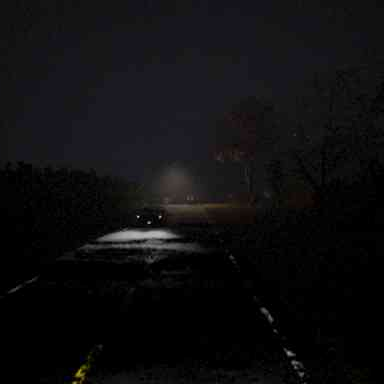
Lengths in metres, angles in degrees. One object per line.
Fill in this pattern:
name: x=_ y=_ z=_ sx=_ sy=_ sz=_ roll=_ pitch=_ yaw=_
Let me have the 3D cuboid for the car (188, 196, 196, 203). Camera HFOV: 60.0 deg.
car: x=0.070 y=1.712 z=75.614 sx=1.837 sy=1.490 sz=4.892 roll=0 pitch=0 yaw=0

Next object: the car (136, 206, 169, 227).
car: x=-2.748 y=1.679 z=23.663 sx=1.895 sy=1.301 sz=4.718 roll=0 pitch=0 yaw=0

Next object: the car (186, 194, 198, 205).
car: x=0.060 y=1.488 z=65.221 sx=2.150 sy=2.045 sz=5.566 roll=0 pitch=0 yaw=0
